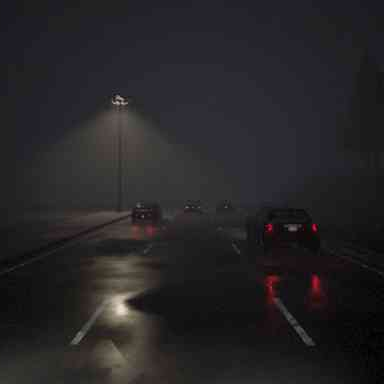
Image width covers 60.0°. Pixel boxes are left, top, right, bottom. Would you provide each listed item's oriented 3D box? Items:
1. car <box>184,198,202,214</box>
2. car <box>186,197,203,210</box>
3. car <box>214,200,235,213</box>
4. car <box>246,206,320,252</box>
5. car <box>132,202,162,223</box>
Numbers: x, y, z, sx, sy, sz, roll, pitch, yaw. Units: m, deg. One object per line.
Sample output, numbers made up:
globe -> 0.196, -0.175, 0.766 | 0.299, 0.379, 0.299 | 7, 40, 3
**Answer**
car -> 0.111, 1.547, 34.842 | 2.033, 1.411, 5.357 | 0, 0, 0
car -> 0.372, 1.491, 44.590 | 2.128, 1.511, 4.902 | 0, 0, 3
car -> 3.637, 1.563, 37.402 | 1.994, 1.385, 4.181 | 0, 0, 1
car -> 3.600, 1.352, 13.979 | 2.097, 1.767, 4.553 | 0, 0, 0
car -> -3.397, 1.490, 25.625 | 2.128, 1.511, 4.902 | 0, 0, 0
